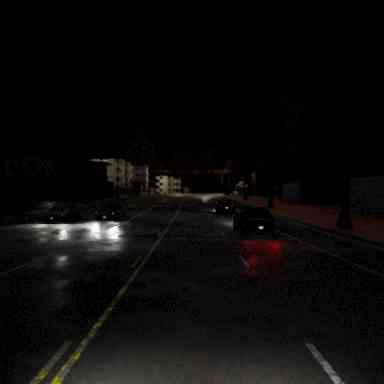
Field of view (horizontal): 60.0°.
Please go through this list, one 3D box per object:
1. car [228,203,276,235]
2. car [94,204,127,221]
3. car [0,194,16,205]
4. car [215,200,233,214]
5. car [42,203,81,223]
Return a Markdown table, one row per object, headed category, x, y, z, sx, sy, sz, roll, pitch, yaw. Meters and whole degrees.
| category | x | y | z | sx | sy | sz | roll | pitch | yaw |
| --- | --- | --- | --- | --- | --- | --- | --- | --- | --- |
| car | 3.617 | 1.651 | 19.802 | 2.128 | 1.511 | 4.902 | 0 | 0 | 0 |
| car | -7.073 | 1.732 | 29.083 | 1.895 | 1.301 | 4.718 | 0 | 0 | 0 |
| car | -25.937 | 0.971 | 45.633 | 1.970 | 1.475 | 3.806 | 0 | 2 | 0 |
| car | 3.632 | 1.593 | 36.678 | 1.994 | 1.385 | 4.181 | 0 | 1 | 0 |
| car | -10.575 | 1.670 | 27.381 | 1.812 | 1.442 | 4.674 | 0 | 0 | 0 |
